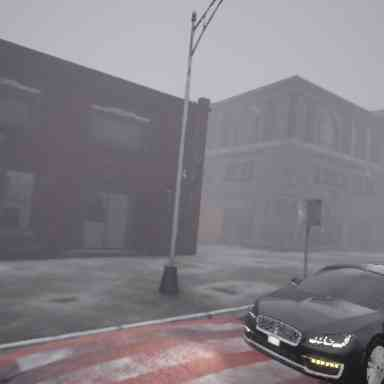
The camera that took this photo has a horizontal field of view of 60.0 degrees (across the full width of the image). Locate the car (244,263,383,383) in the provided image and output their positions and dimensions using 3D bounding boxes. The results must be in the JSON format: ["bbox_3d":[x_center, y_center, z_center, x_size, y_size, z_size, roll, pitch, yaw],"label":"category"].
[{"bbox_3d":[3.086,2.075,5.871,4.892,1.490,1.837,10,-6,-35],"label":"car"}]
